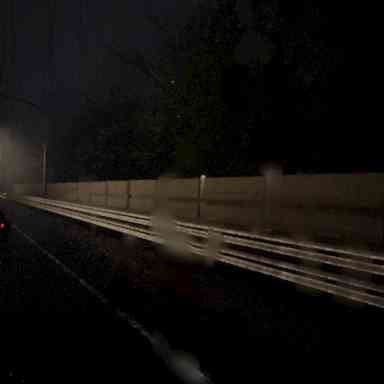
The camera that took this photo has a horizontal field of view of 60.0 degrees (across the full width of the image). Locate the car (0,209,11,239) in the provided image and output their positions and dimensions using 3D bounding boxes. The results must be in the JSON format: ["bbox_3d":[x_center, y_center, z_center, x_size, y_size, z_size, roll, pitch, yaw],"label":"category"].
[{"bbox_3d":[-9.509,1.353,15.086,1.895,1.301,4.718,2,0,-34],"label":"car"}]
